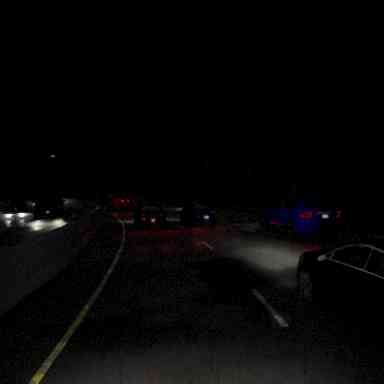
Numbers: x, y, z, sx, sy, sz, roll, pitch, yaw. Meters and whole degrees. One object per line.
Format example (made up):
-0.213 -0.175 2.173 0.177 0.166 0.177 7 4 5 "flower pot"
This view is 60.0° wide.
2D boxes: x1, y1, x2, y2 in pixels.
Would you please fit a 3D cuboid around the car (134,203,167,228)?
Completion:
-2.777 1.470 21.784 1.812 1.442 4.674 0 0 -12 "car"

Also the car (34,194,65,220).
-12.153 1.192 28.520 2.150 2.045 5.566 0 0 -19 "car"

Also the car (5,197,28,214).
-18.746 1.558 35.632 1.994 1.385 4.181 0 0 -25 "car"

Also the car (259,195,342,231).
5.364 1.149 17.170 2.150 2.045 5.566 0 0 -10 "car"

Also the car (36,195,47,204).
-29.693 1.449 65.610 1.837 1.490 4.892 -1 0 -27 "car"

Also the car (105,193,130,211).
-8.952 1.135 39.820 2.150 2.045 5.566 0 0 -25 "car"

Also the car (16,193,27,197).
-37.050 1.095 72.399 1.837 1.490 4.892 -1 0 -27 "car"

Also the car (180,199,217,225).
0.388 1.450 23.607 1.812 1.442 4.674 0 0 -14 "car"

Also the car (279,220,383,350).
3.234 1.468 5.173 2.128 1.511 4.902 0 0 -3 "car"
